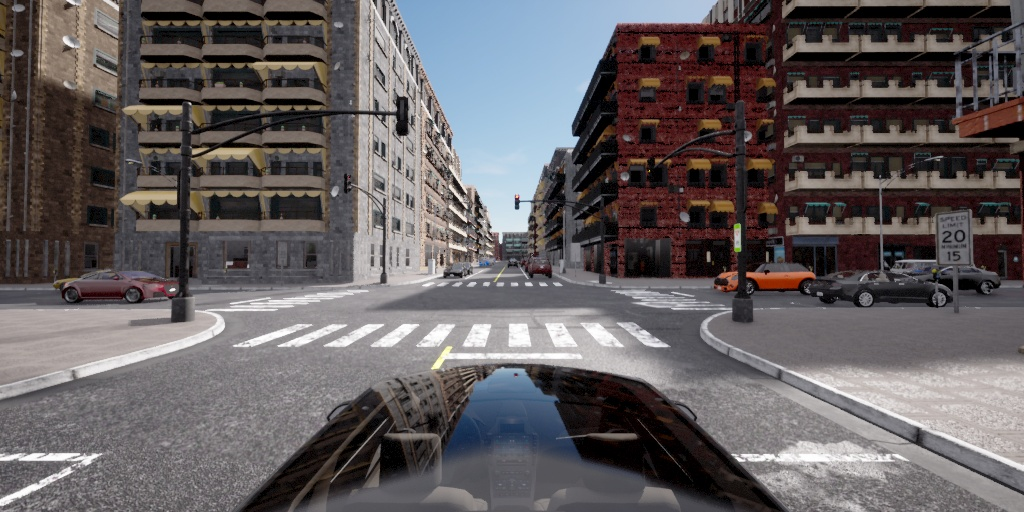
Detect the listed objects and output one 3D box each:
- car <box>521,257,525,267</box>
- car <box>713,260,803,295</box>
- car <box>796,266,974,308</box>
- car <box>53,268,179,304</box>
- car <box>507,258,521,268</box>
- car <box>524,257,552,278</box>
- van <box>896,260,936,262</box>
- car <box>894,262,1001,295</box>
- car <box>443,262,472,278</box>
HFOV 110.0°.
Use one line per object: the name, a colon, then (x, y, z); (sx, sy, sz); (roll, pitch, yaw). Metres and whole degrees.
car: (2.617, 1.086, 44.895); (2.192, 1.841, 5.009); (0, 0, 0)
car: (13.224, 1.102, 18.929); (4.553, 1.767, 2.097); (0, -1, 1)
car: (13.759, 1.185, 13.466); (4.403, 1.370, 2.007); (0, 0, 0)
car: (-17.191, 1.339, 16.056); (4.181, 1.385, 1.994); (0, -1, 0)
car: (0.171, 1.329, 63.933); (1.837, 1.490, 4.892); (0, 0, 0)
car: (2.604, 1.076, 33.772); (2.192, 1.841, 5.009); (0, 0, 0)
van: (24.926, 1.115, 21.305); (3.998, 1.789, 1.690); (0, 0, 0)
car: (22.419, 1.220, 18.865); (4.902, 1.511, 2.128); (0, -1, 0)
car: (-5.277, 1.328, 33.736); (1.948, 1.339, 4.313); (0, 0, 0)
